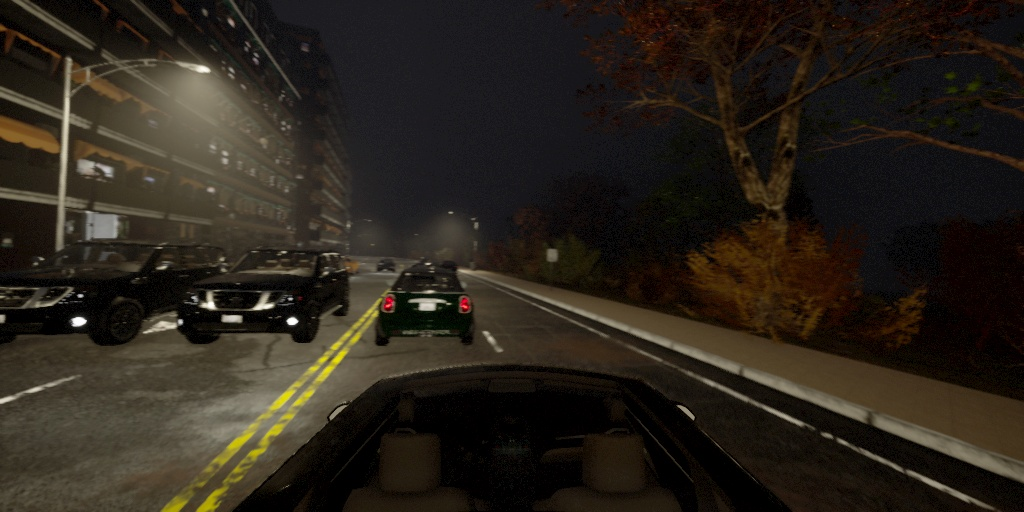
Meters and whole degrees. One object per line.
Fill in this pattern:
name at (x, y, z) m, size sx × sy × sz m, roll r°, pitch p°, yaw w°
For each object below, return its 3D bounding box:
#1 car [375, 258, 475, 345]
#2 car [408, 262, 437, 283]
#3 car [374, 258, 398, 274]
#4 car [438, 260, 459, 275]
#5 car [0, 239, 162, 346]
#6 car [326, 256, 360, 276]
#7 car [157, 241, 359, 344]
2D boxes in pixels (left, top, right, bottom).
car at (-2.258, 1.075, 9.557) m, size 2.097 × 1.767 × 4.553 m, roll 3°, pitch -1°, yaw -13°
car at (-7.045, 1.248, 28.223) m, size 1.994 × 1.385 × 4.181 m, roll 3°, pitch -1°, yaw -15°
car at (-13.593, 1.037, 39.014) m, size 2.033 × 1.411 × 5.357 m, roll 3°, pitch -1°, yaw -16°
car at (-7.420, 1.266, 41.568) m, size 1.882 × 1.535 × 5.008 m, roll 3°, pitch -1°, yaw -16°
car at (-8.845, 0.637, 8.373) m, size 2.150 × 2.045 × 5.566 m, roll 3°, pitch -1°, yaw -13°
car at (-15.119, 0.838, 32.409) m, size 1.882 × 1.535 × 5.008 m, roll 3°, pitch -1°, yaw -15°
car at (-5.700, 0.786, 9.191) m, size 2.150 × 2.045 × 5.566 m, roll 3°, pitch -1°, yaw -14°
